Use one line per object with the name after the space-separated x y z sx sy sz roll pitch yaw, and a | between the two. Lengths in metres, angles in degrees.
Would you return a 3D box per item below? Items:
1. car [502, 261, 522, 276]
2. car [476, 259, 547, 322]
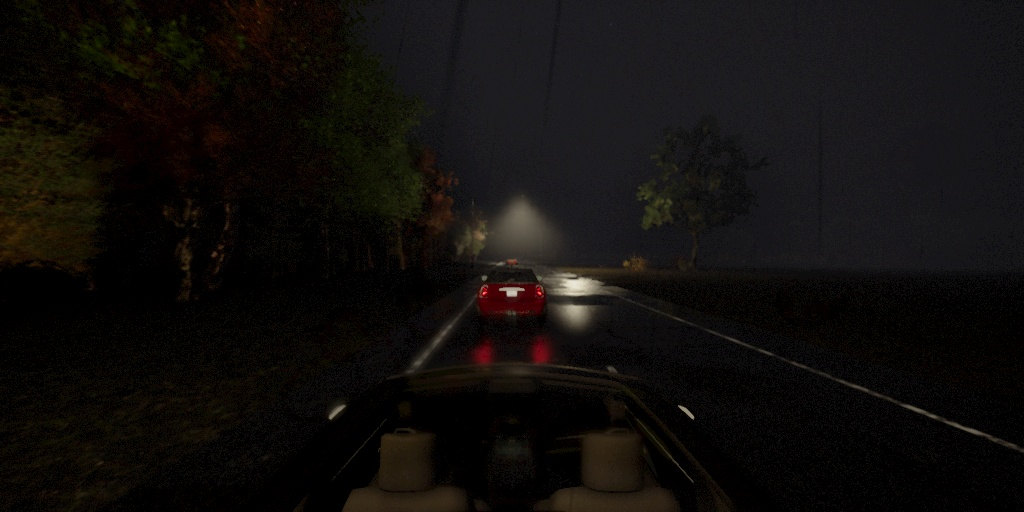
-0.004 1.298 37.904 1.994 1.385 4.181 0 0 0 | car
-0.002 1.098 12.403 2.097 1.767 4.553 0 0 0 | car
